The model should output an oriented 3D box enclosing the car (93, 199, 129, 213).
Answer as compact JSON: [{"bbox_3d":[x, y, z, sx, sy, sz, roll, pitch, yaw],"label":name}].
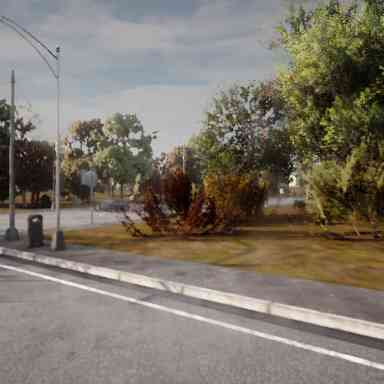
[{"bbox_3d":[-8.912,1.518,36.784,1.994,1.385,4.181,0,0,32],"label":"car"}]
